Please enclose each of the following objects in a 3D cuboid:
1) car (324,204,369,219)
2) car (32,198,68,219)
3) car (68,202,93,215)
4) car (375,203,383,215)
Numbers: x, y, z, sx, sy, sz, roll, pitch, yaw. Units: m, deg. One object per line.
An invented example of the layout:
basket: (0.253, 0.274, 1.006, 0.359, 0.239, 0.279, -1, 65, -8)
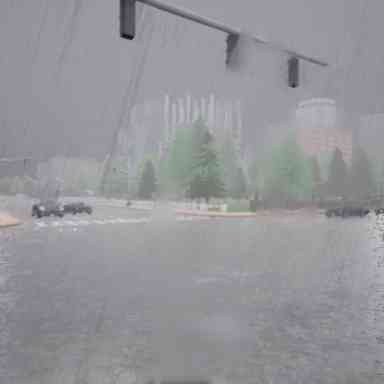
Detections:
car: (14.758, 1.826, 31.748, 4.718, 1.301, 1.895, 0, 0, -34)
car: (-13.121, 1.402, 30.285, 2.097, 1.767, 4.553, 1, 0, -33)
car: (-11.887, 1.678, 34.777, 1.895, 1.301, 4.718, 1, 0, -33)
car: (22.278, 1.759, 37.051, 4.892, 1.490, 1.837, -1, 0, -35)
